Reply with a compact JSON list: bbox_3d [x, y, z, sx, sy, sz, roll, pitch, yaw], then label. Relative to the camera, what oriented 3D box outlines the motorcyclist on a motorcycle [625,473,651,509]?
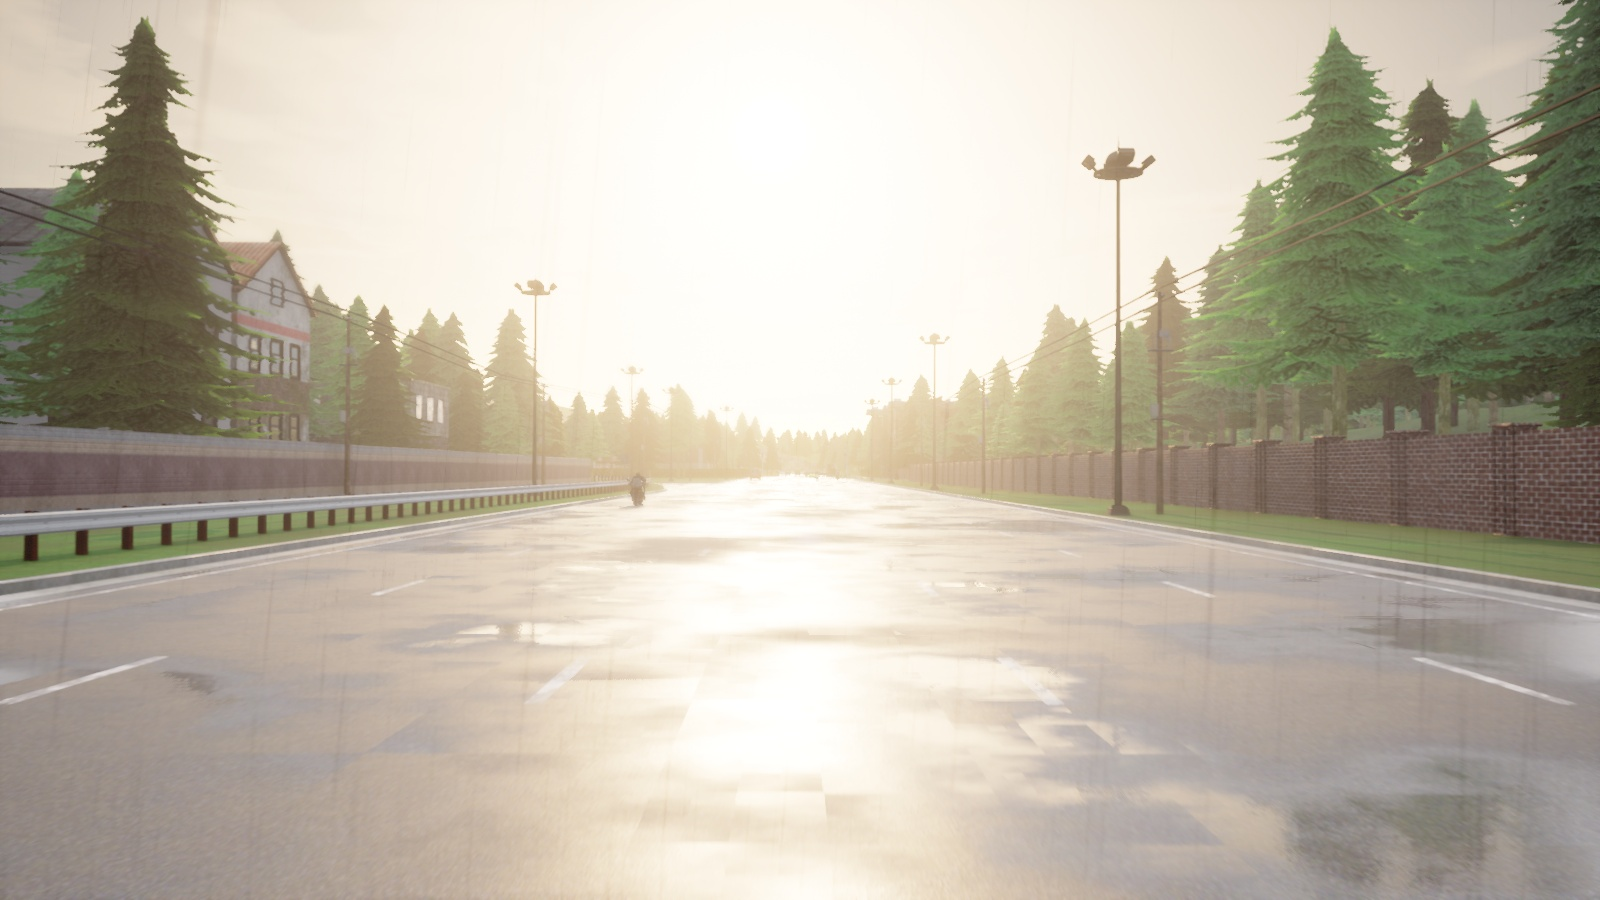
[{"bbox_3d":[-7.133,1.807,55.468,0.866,1.530,2.191,0,-1,0],"label":"motorcyclist on a motorcycle"}]
